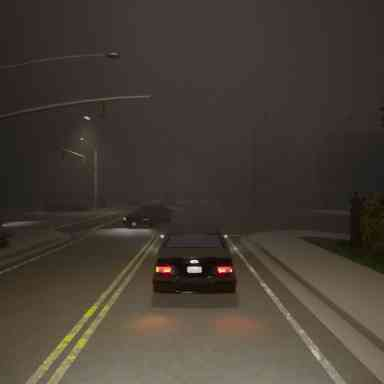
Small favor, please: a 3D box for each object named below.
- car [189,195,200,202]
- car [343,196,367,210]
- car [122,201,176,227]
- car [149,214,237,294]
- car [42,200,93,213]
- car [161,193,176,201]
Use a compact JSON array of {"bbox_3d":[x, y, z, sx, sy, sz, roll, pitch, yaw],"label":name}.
[{"bbox_3d":[0.556,1.524,78.948,1.812,1.442,4.674,0,0,12],"label":"car"},{"bbox_3d":[20.129,1.306,38.857,4.553,1.767,2.097,0,0,-1],"label":"car"},{"bbox_3d":[-2.893,1.565,22.943,2.033,1.411,5.357,0,0,15],"label":"car"},{"bbox_3d":[0.053,1.547,8.934,2.033,1.411,5.357,0,0,0],"label":"car"},{"bbox_3d":[-14.355,1.634,38.494,5.357,1.411,2.033,-1,0,0],"label":"car"},{"bbox_3d":[-3.719,1.221,53.968,2.150,2.045,5.566,0,0,0],"label":"car"}]
